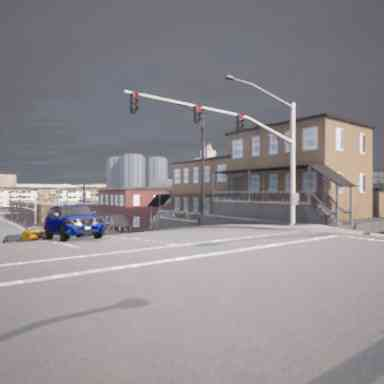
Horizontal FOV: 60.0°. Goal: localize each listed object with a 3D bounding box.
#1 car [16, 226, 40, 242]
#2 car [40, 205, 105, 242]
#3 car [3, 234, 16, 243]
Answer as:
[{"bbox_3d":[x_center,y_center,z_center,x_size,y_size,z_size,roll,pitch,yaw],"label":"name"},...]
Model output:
[{"bbox_3d":[-13.025,3.618,27.840,1.882,1.535,5.008,0,-12,-36],"label":"car"},{"bbox_3d":[-7.140,1.792,19.822,2.150,2.045,5.566,0,-5,-36],"label":"car"},{"bbox_3d":[-19.254,5.634,36.334,2.150,2.045,5.566,0,-12,-36],"label":"car"}]
